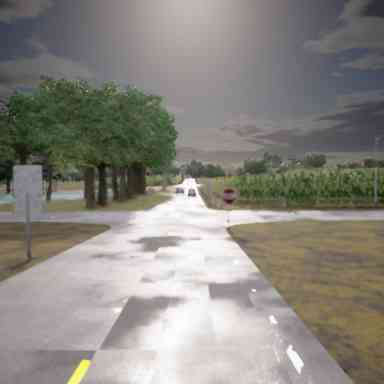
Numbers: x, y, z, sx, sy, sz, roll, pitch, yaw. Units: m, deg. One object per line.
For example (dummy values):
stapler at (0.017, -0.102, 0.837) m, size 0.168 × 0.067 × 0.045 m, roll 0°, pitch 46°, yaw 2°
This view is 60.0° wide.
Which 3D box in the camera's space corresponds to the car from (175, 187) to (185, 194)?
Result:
car at (-2.789, -0.380, 79.049) m, size 2.097 × 1.767 × 4.553 m, roll 0°, pitch 2°, yaw 0°

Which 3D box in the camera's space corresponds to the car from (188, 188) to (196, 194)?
car at (-0.042, -0.260, 84.858) m, size 1.882 × 1.535 × 5.008 m, roll 0°, pitch 2°, yaw 0°

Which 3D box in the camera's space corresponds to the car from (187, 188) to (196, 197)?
car at (-0.038, 0.338, 74.872) m, size 1.994 × 1.385 × 4.181 m, roll 0°, pitch 2°, yaw 0°
